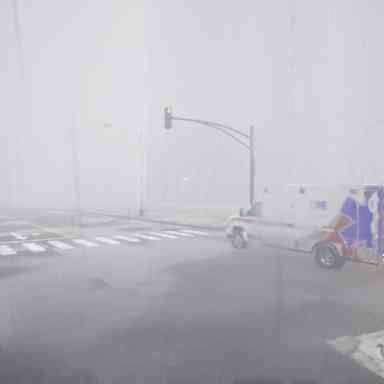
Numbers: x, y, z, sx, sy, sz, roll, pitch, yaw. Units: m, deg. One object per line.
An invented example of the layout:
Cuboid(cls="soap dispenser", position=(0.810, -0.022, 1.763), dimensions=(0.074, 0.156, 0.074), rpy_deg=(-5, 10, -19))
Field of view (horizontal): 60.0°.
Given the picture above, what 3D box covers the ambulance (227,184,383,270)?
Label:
Cuboid(cls="ambulance", position=(3.908, 0.990, 11.249), dimensions=(2.351, 2.431, 6.366), rpy_deg=(0, 0, -36))
